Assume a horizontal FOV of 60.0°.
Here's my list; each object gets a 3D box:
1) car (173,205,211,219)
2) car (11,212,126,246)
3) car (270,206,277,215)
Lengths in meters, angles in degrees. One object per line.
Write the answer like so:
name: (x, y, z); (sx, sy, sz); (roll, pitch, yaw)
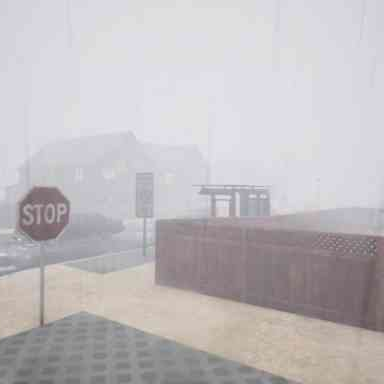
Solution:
car: (0.523, 1.798, 25.205); (1.837, 1.490, 4.892); (1, -1, 35)
car: (-5.788, 1.688, 16.395); (2.033, 1.411, 5.357); (1, 0, 37)
car: (7.101, 2.001, 34.458); (2.033, 1.411, 5.357); (1, 0, 35)
